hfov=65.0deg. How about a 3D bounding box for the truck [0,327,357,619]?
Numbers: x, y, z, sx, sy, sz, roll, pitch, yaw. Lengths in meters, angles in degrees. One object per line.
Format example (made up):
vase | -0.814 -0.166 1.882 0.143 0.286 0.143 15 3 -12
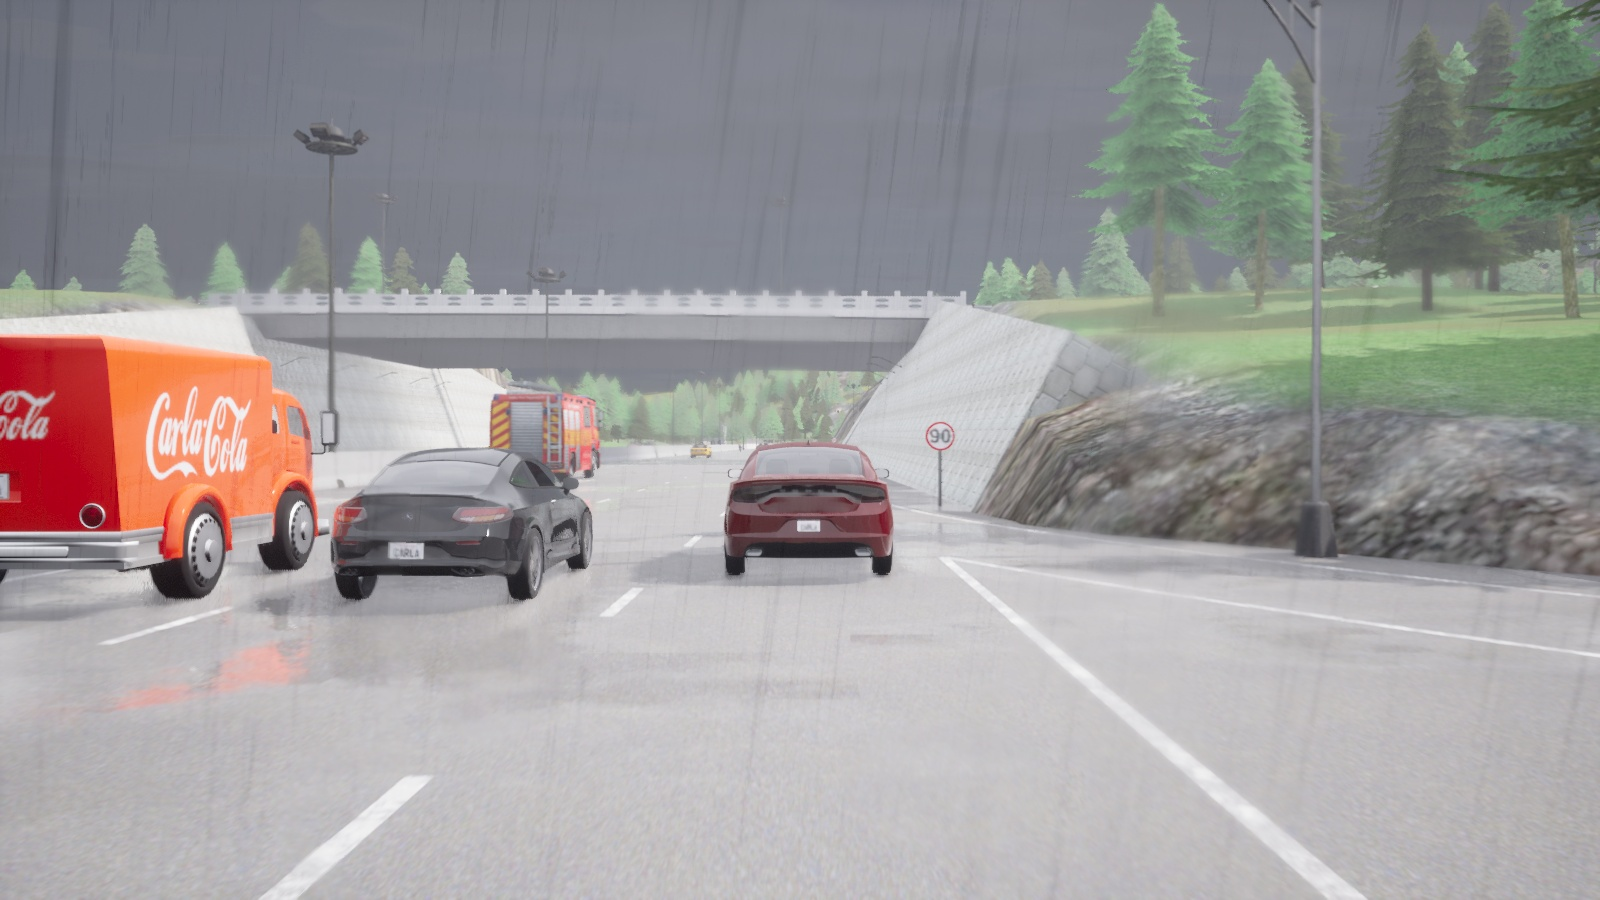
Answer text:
truck | -6.909 0.180 13.223 2.627 2.467 5.204 0 0 0

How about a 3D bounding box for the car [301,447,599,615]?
car | -3.409 0.695 13.231 1.812 1.442 4.674 0 0 0

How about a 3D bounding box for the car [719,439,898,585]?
car | 0.105 0.636 15.712 1.882 1.535 5.008 0 0 0

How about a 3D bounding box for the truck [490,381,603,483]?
truck | -10.191 -0.716 51.442 2.891 3.827 8.468 0 0 0
